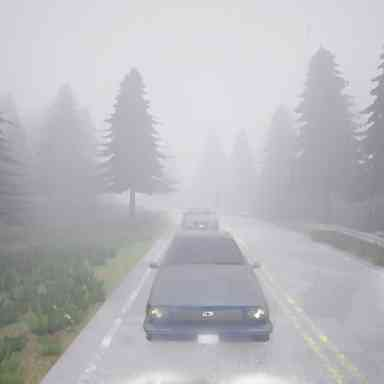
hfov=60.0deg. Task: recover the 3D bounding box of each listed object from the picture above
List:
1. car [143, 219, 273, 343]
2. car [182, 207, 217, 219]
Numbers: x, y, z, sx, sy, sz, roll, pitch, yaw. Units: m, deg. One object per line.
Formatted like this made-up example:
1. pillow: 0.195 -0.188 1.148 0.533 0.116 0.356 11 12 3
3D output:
1. car: 0.254 1.557 7.059 2.033 1.411 5.357 0 0 1
2. car: 0.409 1.584 19.144 1.994 1.385 4.181 0 0 -2
